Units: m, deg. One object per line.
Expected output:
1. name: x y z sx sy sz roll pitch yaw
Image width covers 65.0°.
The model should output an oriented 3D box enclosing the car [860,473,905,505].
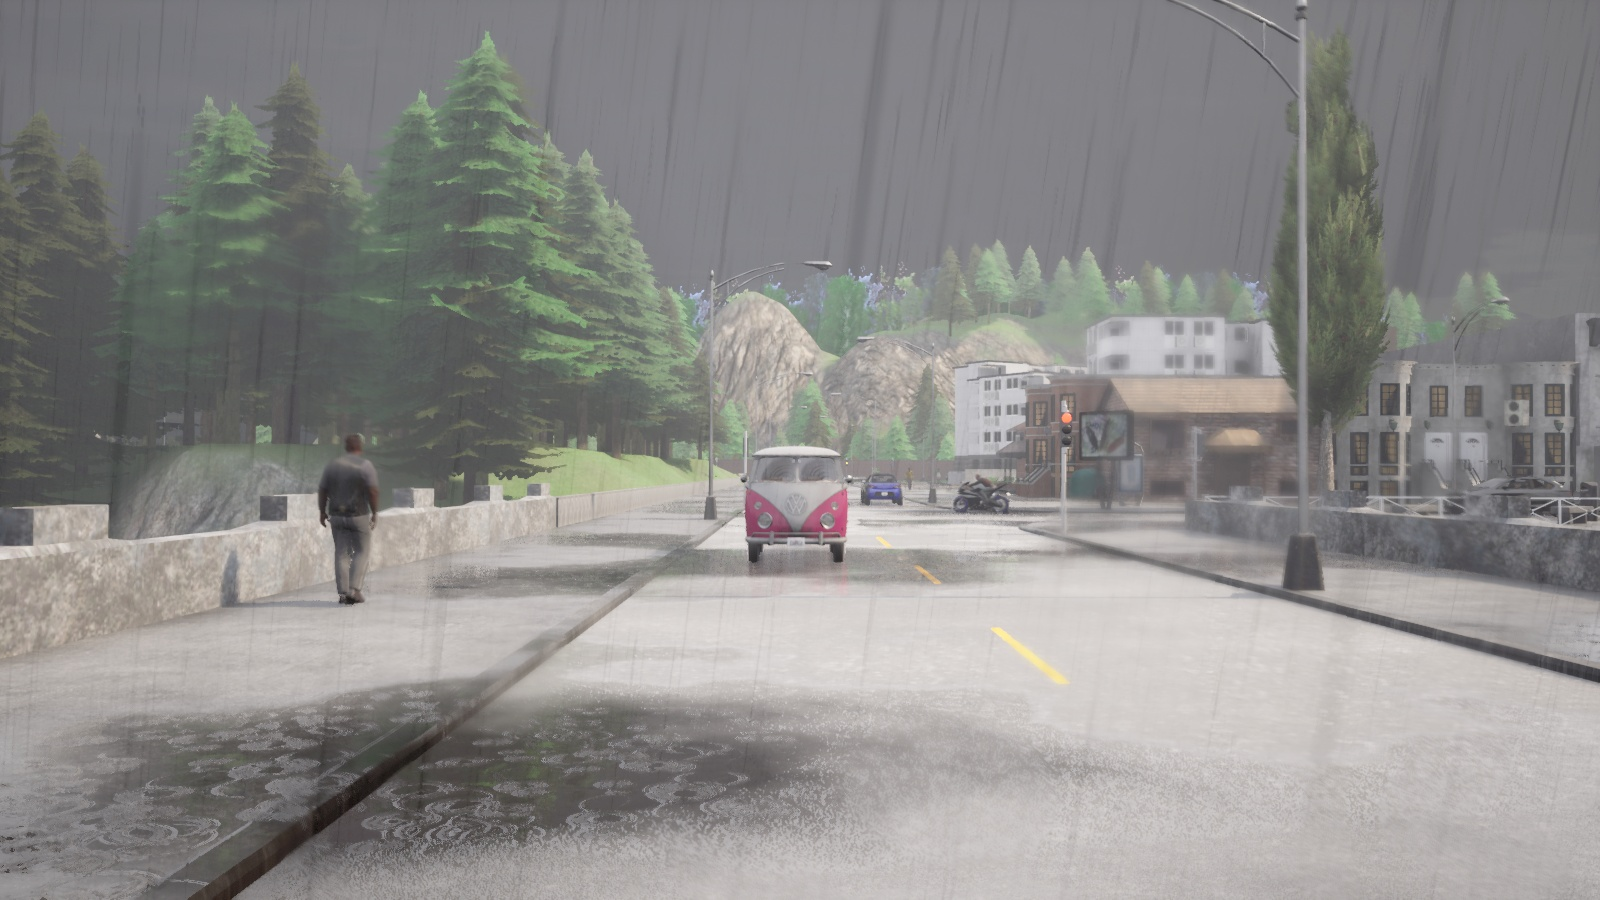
1. car: 3.844 1.806 59.319 1.816 1.474 4.193 0 -1 0

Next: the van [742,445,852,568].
1. van: -0.056 0.946 22.589 1.775 1.987 4.442 0 -1 0

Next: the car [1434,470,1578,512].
1. car: 25.668 1.492 45.741 4.193 1.474 1.816 0 -1 0

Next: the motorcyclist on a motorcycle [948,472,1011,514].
1. motorcyclist on a motorcycle: 6.735 1.610 47.105 2.191 1.530 0.866 -1 -2 28

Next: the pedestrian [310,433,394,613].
1. pedestrian: -4.822 0.771 13.555 0.563 1.883 0.849 0 -1 3
